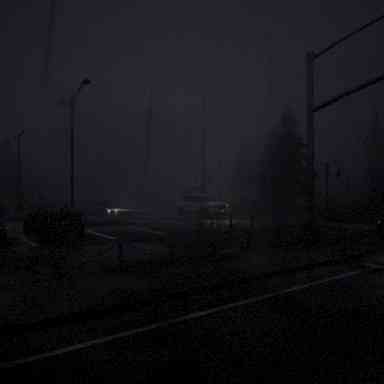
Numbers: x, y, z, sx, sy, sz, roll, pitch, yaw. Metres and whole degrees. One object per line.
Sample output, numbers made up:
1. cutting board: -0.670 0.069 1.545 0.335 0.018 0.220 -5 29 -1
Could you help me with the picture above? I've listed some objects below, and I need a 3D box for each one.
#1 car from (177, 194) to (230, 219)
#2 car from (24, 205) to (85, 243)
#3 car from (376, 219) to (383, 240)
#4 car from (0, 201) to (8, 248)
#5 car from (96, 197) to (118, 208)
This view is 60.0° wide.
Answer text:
1. car: 0.849 1.221 29.223 2.150 2.045 5.566 0 0 -36
2. car: -6.392 1.340 15.297 2.007 1.523 4.514 0 0 -36
3. car: 10.232 1.564 14.435 1.994 1.385 4.181 0 0 -16
4. car: -8.901 1.331 13.414 2.152 1.636 5.027 0 0 -36
5. car: -11.975 1.493 46.707 2.128 1.511 4.902 0 0 -36
